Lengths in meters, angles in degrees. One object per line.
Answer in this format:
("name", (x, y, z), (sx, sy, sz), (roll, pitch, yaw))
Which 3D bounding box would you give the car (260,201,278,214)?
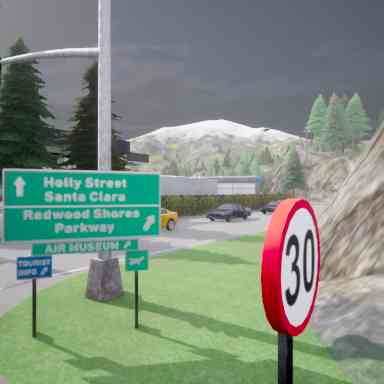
("car", (9.650, 1.739, 37.708), (2.033, 1.411, 5.357), (0, 0, 36))

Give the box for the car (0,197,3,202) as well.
("car", (-12.363, 1.505, 26.047), (1.905, 1.878, 3.866), (0, 0, 35))

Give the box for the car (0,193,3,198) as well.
("car", (-38.568, 1.489, 69.987), (4.514, 1.523, 2.007), (0, 0, 35))

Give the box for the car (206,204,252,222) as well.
("car", (3.364, 1.739, 29.092), (2.033, 1.411, 5.357), (0, 0, 36))

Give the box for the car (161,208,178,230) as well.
("car", (-2.906, 1.669, 20.472), (1.882, 1.535, 5.008), (0, 0, 36))
